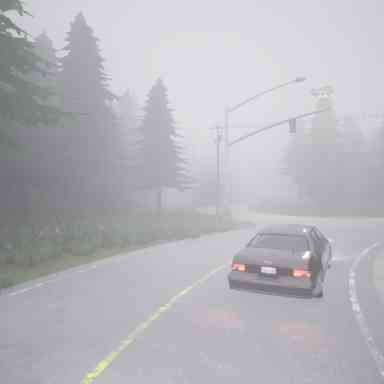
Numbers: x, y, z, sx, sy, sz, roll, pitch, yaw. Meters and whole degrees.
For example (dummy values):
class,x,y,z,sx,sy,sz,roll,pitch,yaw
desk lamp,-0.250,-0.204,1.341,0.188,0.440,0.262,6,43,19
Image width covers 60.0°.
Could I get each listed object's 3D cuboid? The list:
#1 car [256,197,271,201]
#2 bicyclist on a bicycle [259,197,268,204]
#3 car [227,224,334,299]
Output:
class,x,y,z,sx,sy,sz,roll,pitch,yaw
car,12.729,1.590,57.977,1.994,1.385,4.181,0,0,38
bicyclist on a bicycle,8.680,1.480,40.159,1.656,1.620,0.582,0,0,-1
car,2.536,1.547,8.645,2.033,1.411,5.357,0,0,25
